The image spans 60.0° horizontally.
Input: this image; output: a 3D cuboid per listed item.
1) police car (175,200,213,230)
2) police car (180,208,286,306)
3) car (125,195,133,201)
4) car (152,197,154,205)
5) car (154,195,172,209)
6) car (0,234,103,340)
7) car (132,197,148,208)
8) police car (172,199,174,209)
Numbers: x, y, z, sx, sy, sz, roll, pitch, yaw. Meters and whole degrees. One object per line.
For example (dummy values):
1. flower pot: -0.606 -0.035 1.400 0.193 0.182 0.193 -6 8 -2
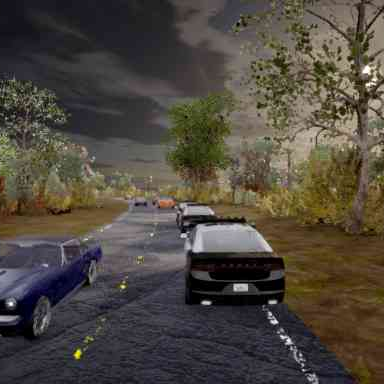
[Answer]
1. police car: 0.244 1.424 18.319 1.930 1.638 5.238 0 0 -4
2. police car: 0.746 1.425 8.252 1.930 1.638 5.238 0 0 -2
3. car: -16.218 1.517 86.148 1.812 1.442 4.674 0 0 -17
4. car: -5.852 1.346 57.962 2.097 1.767 4.553 0 0 -12
5. car: -3.680 1.348 45.664 2.097 1.767 4.553 0 0 -9
6. car: -3.248 1.600 6.637 1.895 1.301 4.718 0 0 -2
7. car: -7.597 1.474 49.704 1.882 1.535 5.008 0 0 -10
8. police car: -0.218 1.423 24.349 1.930 1.638 5.238 0 0 -5
